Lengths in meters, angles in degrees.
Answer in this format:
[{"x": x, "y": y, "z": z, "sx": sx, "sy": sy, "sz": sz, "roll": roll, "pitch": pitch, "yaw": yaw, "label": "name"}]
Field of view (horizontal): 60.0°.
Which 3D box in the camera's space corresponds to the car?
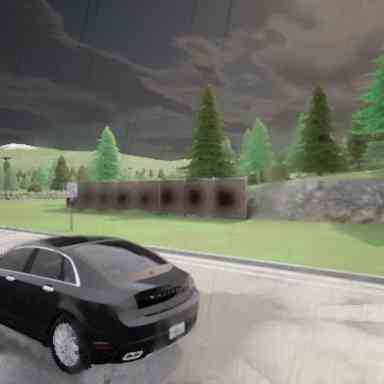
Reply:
[{"x": -2.153, "y": 1.500, "z": 5.635, "sx": 4.892, "sy": 1.490, "sz": 1.837, "roll": 0, "pitch": 0, "yaw": 36, "label": "car"}]
